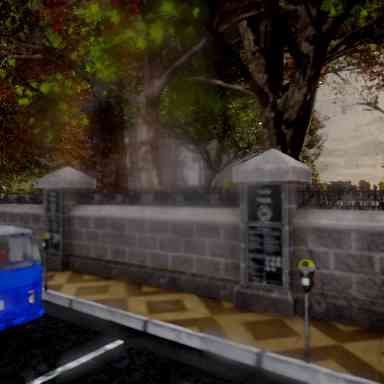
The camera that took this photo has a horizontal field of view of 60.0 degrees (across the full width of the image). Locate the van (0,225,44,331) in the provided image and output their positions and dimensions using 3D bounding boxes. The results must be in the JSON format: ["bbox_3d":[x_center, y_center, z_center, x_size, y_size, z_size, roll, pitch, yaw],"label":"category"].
[{"bbox_3d":[-4.293,1.411,5.772,3.998,1.788,1.690,-1,0,35],"label":"van"}]
